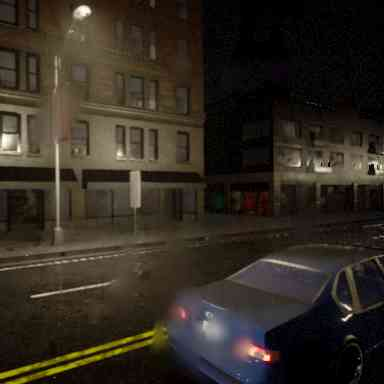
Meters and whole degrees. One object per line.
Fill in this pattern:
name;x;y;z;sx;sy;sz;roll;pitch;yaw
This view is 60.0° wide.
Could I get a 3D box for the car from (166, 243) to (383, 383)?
car;2.262;1.524;5.052;5.357;1.411;2.033;0;0;-35
